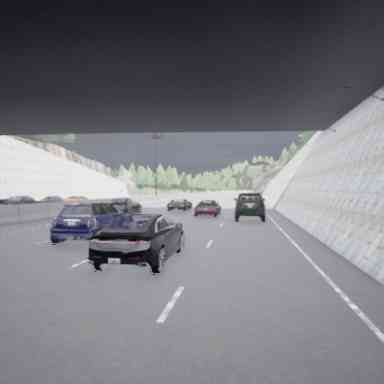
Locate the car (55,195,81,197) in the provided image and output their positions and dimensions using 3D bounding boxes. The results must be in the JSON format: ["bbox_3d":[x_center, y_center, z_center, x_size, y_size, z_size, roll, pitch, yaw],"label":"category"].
[{"bbox_3d":[-14.542,1.137,41.476,1.882,1.535,5.008,0,0,9],"label":"car"}]

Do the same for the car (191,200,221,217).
[{"bbox_3d":[1.422,1.360,29.037,1.994,1.385,4.181,0,0,9],"label":"car"}]

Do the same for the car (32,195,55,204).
[{"bbox_3d":[-17.918,1.167,42.530,1.812,1.442,4.674,0,0,9],"label":"car"}]

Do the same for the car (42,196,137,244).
[{"bbox_3d":[-4.306,1.232,14.934,2.097,1.767,4.553,0,0,9],"label":"car"}]

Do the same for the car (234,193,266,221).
[{"bbox_3d":[4.401,1.055,25.396,2.150,2.045,5.566,0,1,9],"label":"car"}]

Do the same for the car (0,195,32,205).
[{"bbox_3d":[-21.560,1.161,41.899,1.812,1.442,4.674,0,0,9],"label":"car"}]

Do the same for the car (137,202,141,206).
[{"bbox_3d":[-5.758,1.271,28.413,2.128,1.511,4.902,0,0,9],"label":"car"}]

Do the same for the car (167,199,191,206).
[{"bbox_3d":[-1.211,1.347,34.905,1.895,1.301,4.718,0,0,9],"label":"car"}]

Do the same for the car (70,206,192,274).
[{"bbox_3d":[-1.480,1.412,10.356,2.128,1.511,4.902,0,0,9],"label":"car"}]

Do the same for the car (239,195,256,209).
[{"bbox_3d":[6.943,1.199,41.825,1.882,1.535,5.008,0,1,9],"label":"car"}]
